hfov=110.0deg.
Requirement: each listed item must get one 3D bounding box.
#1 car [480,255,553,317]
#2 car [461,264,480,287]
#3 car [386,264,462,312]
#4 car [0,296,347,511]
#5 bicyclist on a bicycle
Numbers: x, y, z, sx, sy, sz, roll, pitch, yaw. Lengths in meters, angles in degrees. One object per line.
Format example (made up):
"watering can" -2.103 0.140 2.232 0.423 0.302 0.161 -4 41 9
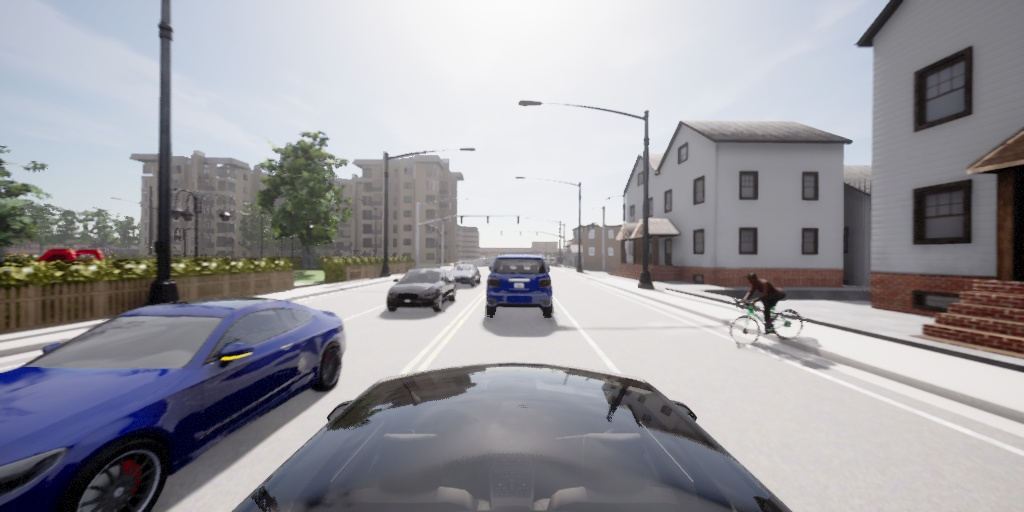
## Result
"car" 0.267 0.974 13.370 2.150 2.045 5.566 0 0 1
"car" -3.214 1.274 24.565 2.033 1.411 5.357 0 0 1
"car" -3.406 1.229 14.247 1.837 1.490 4.892 0 0 1
"car" -3.566 1.248 4.036 1.812 1.442 4.674 0 0 1
"bicyclist on a bicycle" 5.684 1.168 8.113 1.656 1.620 0.582 -8 0 1
